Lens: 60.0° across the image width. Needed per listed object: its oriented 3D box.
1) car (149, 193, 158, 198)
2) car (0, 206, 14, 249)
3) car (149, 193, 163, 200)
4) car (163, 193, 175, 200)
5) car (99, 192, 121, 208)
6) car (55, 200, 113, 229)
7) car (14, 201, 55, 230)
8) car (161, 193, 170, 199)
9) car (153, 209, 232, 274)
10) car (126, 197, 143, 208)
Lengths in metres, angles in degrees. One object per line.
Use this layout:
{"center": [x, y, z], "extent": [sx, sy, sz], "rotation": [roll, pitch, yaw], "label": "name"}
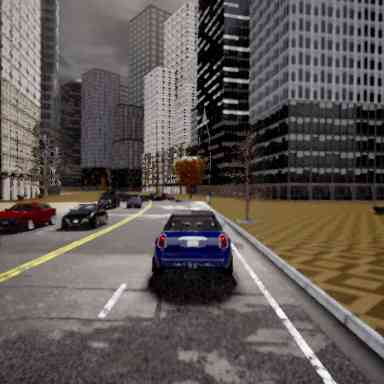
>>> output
{"center": [-10.390, 0.943, 89.787], "extent": [1.837, 1.490, 4.892], "rotation": [0, 0, -11], "label": "car"}
{"center": [-6.583, 1.153, 7.347], "extent": [2.150, 2.045, 5.566], "rotation": [0, 0, 0], "label": "car"}
{"center": [-8.615, 1.142, 80.252], "extent": [1.994, 1.385, 4.181], "rotation": [0, 0, -10], "label": "car"}
{"center": [-5.346, 1.202, 80.405], "extent": [1.895, 1.301, 4.718], "rotation": [0, 0, -10], "label": "car"}
{"center": [-10.627, 1.037, 43.115], "extent": [2.150, 2.045, 5.566], "rotation": [0, 0, -4], "label": "car"}
{"center": [-6.588, 1.453, 20.795], "extent": [1.994, 1.385, 4.181], "rotation": [0, 0, 0], "label": "car"}
{"center": [-9.831, 1.349, 20.023], "extent": [1.882, 1.535, 5.008], "rotation": [0, 0, 0], "label": "car"}
{"center": [-7.215, 0.940, 90.488], "extent": [1.882, 1.535, 5.008], "rotation": [0, 0, -11], "label": "car"}
{"center": [0.029, 1.318, 10.593], "extent": [2.097, 1.767, 4.553], "rotation": [0, 0, 0], "label": "car"}
{"center": [-7.390, 1.355, 43.383], "extent": [2.033, 1.411, 5.357], "rotation": [0, 0, -4], "label": "car"}
